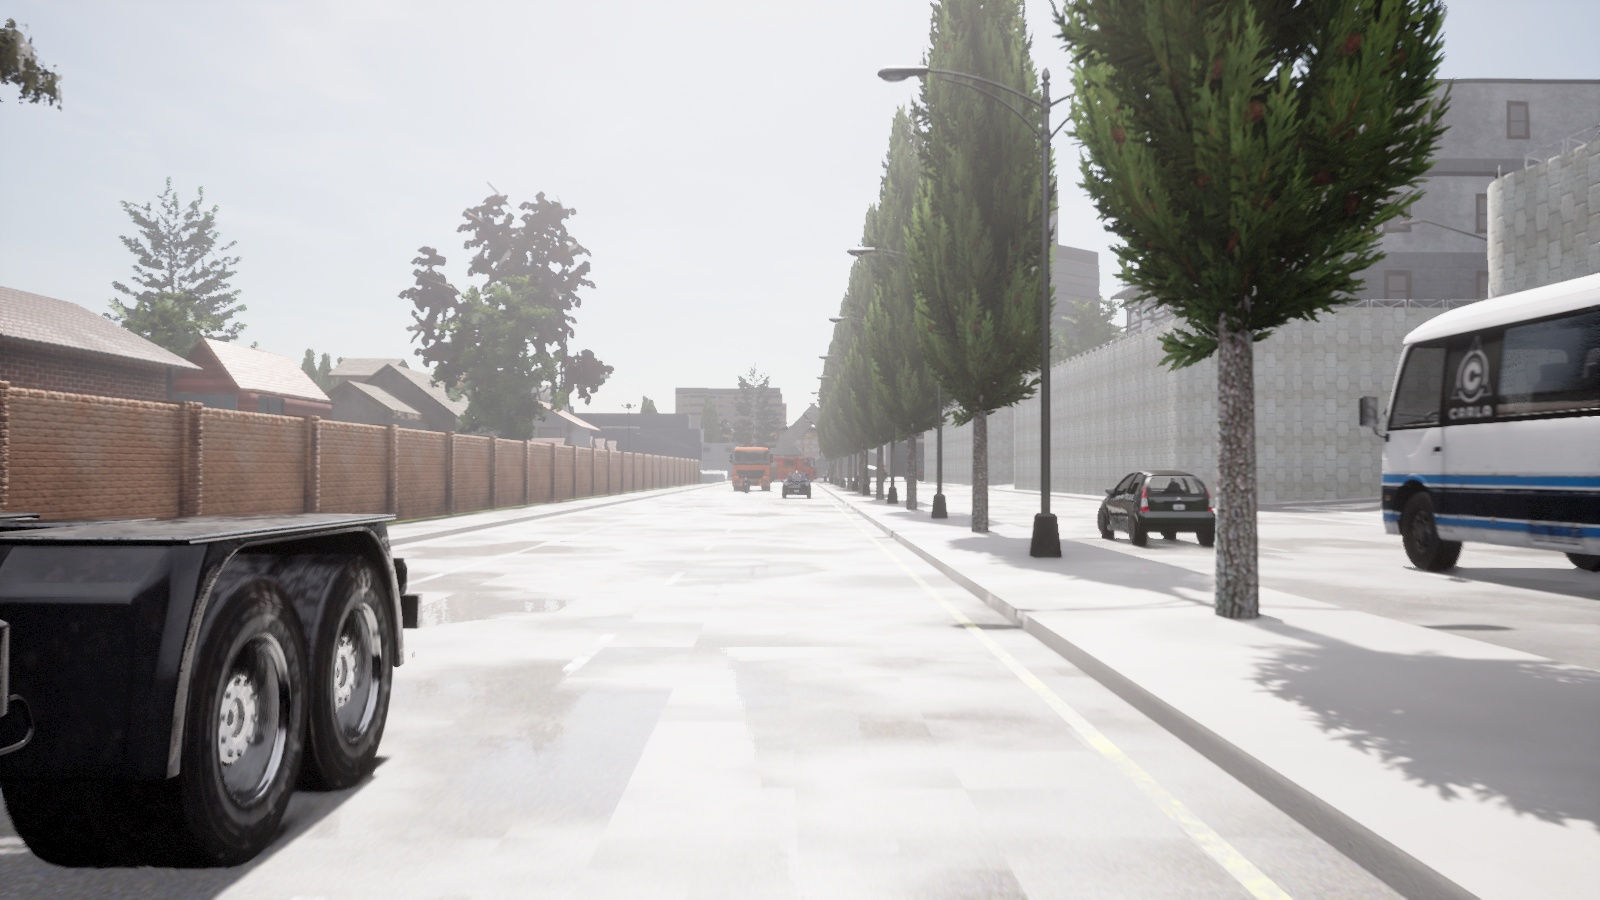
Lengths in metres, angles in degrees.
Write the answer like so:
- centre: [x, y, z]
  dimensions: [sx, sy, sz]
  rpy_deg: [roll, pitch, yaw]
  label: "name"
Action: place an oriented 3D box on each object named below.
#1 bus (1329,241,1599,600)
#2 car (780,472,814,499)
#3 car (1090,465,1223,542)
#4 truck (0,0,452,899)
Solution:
- centre: [11.452, -0.318, 17.296]
  dimensions: [3.944, 4.253, 10.273]
  rpy_deg: [0, -1, 0]
  label: "bus"
- centre: [-0.174, 2.032, 71.819]
  dimensions: [1.845, 1.501, 3.633]
  rpy_deg: [0, -1, 0]
  label: "car"
- centre: [7.931, 1.155, 28.319]
  dimensions: [1.851, 1.617, 3.988]
  rpy_deg: [0, -1, 0]
  label: "car"
- centre: [-3.513, -0.094, 3.517]
  dimensions: [2.891, 3.462, 7.936]
  rpy_deg: [0, -1, 0]
  label: "truck"
